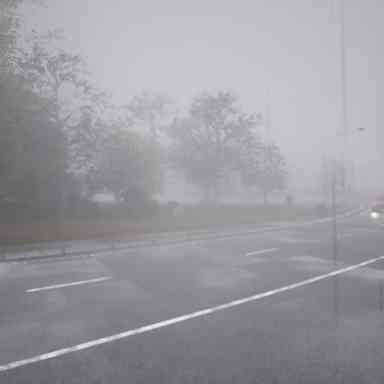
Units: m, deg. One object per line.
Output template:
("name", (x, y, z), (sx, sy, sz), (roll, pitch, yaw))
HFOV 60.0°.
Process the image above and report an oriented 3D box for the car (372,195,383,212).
("car", (20.481, 1.145, 35.298), (2.097, 1.767, 4.553), (-2, 1, 36))
